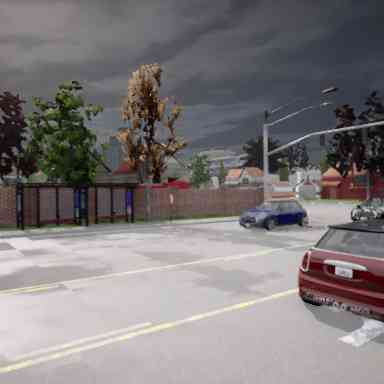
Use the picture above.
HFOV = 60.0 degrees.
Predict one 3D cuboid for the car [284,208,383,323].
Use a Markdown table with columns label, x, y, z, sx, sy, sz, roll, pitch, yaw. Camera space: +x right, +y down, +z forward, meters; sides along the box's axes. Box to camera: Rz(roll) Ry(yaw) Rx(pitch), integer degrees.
| label | x | y | z | sx | sy | sz | roll | pitch | yaw |
| --- | --- | --- | --- | --- | --- | --- | --- | --- | --- |
| car | 4.264 | 1.353 | 6.805 | 4.553 | 1.767 | 2.097 | 0 | 0 | -36 |

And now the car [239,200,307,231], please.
| label | x | y | z | sx | sy | sz | roll | pitch | yaw |
| --- | --- | --- | --- | --- | --- | --- | --- | --- | --- |
| car | 5.053 | 1.326 | 20.485 | 4.553 | 1.767 | 2.097 | 0 | 0 | -35 |

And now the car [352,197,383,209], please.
| label | x | y | z | sx | sy | sz | roll | pitch | yaw |
| --- | --- | --- | --- | --- | --- | --- | --- | --- | --- |
| car | 12.040 | 1.019 | 21.115 | 4.553 | 1.767 | 2.097 | 0 | 0 | -36 |
